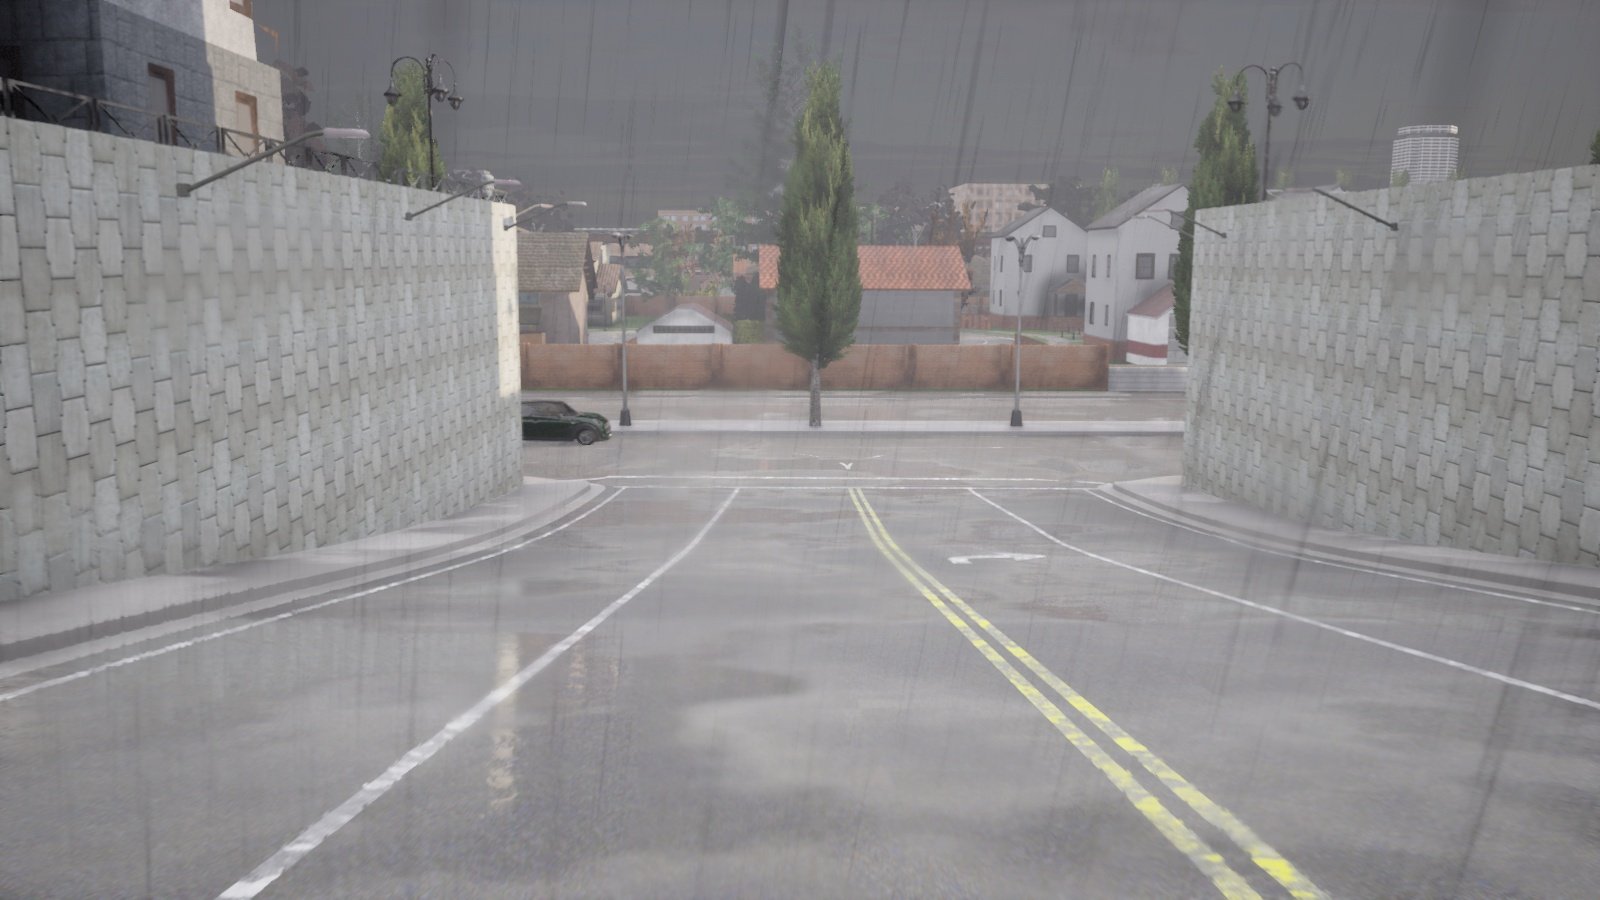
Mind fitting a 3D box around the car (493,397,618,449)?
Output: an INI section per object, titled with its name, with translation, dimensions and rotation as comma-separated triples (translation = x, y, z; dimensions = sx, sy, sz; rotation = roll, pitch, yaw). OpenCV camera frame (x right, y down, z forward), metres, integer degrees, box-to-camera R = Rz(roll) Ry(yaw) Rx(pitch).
[car]
translation = -9.706, -1.099, 50.087
dimensions = 4.553, 1.767, 2.097
rotation = 0, 9, -1
